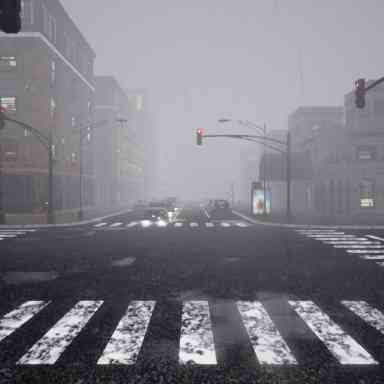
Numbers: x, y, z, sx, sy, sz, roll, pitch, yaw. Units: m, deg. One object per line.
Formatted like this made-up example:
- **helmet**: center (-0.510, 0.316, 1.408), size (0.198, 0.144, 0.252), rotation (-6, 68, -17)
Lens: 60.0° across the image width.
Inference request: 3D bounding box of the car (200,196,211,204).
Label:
- **car**: center (2.724, 1.591, 66.020), size (2.008, 1.369, 4.403), rotation (-1, 0, 0)

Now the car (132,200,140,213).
- **car**: center (-5.674, 1.561, 37.529), size (2.008, 1.369, 4.403), rotation (0, 0, 0)

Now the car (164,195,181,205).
- **car**: center (-3.062, 1.526, 49.638), size (1.837, 1.490, 4.892), rotation (0, 0, 0)

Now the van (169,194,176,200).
- **van**: center (-5.642, 1.430, 94.496), size (1.690, 1.788, 3.998), rotation (-1, 0, 0)

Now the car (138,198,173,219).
- **car**: center (-3.084, 1.552, 29.275), size (2.033, 1.411, 5.357), rotation (0, 0, 0)

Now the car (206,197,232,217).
- **car**: center (2.703, 1.446, 31.839), size (1.967, 1.590, 4.097), rotation (0, 0, 0)

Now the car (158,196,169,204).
- **car**: center (-5.657, 1.565, 65.843), size (1.752, 1.417, 4.829), rotation (0, 0, 0)

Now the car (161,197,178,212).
- **car**: center (-3.080, 1.576, 39.280), size (1.994, 1.385, 4.181), rotation (0, 0, -1)

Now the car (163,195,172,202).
- **car**: center (-5.652, 1.497, 77.405), size (1.967, 1.590, 4.097), rotation (0, 0, 0)

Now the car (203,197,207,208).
- **car**: center (2.710, 1.597, 43.233), size (1.802, 1.307, 4.206), rotation (0, 0, 0)

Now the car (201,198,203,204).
- **car**: center (2.714, 1.571, 48.930), size (2.008, 1.369, 4.403), rotation (0, 0, 0)

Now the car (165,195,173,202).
- **car**: center (-5.647, 1.592, 82.932), size (1.752, 1.417, 4.829), rotation (-1, 0, 0)
